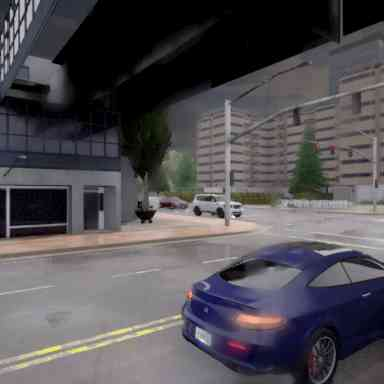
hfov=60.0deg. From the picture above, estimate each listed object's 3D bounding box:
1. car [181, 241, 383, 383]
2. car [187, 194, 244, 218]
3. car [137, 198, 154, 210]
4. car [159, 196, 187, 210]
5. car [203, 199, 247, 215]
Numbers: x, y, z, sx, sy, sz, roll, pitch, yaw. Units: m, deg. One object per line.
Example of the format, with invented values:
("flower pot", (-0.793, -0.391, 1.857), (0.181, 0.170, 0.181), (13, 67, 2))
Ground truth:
("car", (2.014, 1.526, 5.234), (4.674, 1.442, 1.812), (0, 0, -35))
("car", (2.219, 1.222, 30.196), (2.150, 2.045, 5.566), (0, 0, -36))
("car", (-6.681, 1.491, 42.526), (2.128, 1.511, 4.902), (0, 0, -36))
("car", (-2.405, 1.352, 42.580), (2.097, 1.767, 4.553), (0, 0, -36))
("car", (3.326, 1.505, 34.637), (1.837, 1.490, 4.892), (0, 0, -36))
